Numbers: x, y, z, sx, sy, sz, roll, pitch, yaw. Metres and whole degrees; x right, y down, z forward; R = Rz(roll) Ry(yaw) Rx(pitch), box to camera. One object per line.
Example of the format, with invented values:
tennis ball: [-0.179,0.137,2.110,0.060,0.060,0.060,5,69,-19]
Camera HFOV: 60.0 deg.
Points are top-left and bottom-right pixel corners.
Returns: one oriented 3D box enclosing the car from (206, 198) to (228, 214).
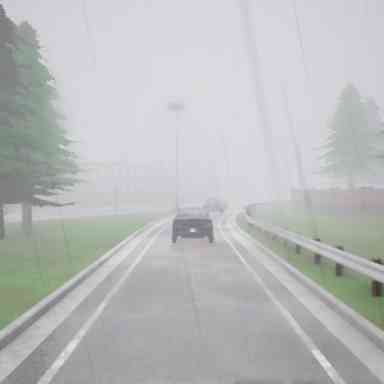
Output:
car: [2.647,1.379,36.164,2.097,1.767,4.553,0,0,14]

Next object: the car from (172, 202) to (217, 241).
car: [0.058,1.490,16.632,1.882,1.535,5.008,0,0,1]
